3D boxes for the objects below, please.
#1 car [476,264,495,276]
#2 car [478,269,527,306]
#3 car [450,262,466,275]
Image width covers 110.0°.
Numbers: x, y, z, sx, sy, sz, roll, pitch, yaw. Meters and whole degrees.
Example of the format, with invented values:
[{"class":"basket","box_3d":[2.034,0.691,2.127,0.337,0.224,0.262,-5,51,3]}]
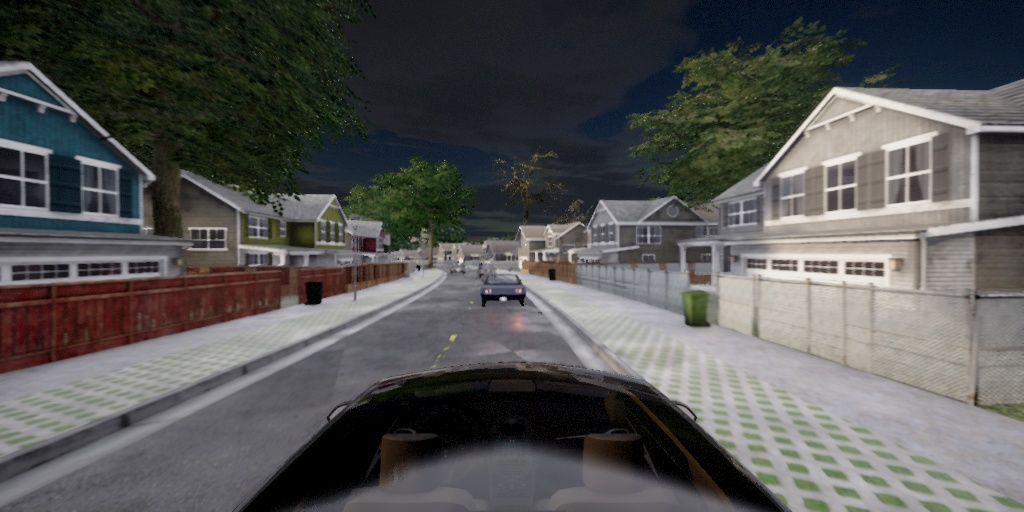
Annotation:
[{"class":"car","box_3d":[-2.733,1.558,38.325,2.033,1.411,5.357,0,0,-9]},{"class":"car","box_3d":[-0.464,1.452,16.575,1.895,1.301,4.718,0,0,-3]},{"class":"car","box_3d":[-6.982,1.586,46.139,2.128,1.511,4.902,0,0,-11]}]
